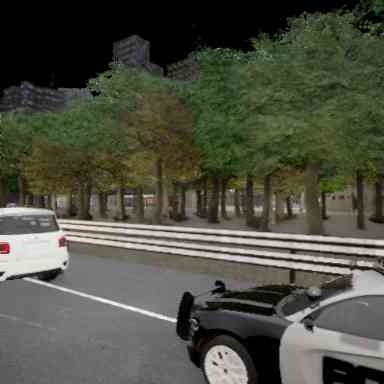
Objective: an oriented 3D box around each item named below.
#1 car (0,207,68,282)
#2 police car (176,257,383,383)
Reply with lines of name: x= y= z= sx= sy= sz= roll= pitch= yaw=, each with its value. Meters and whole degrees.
car: x=-5.826 y=1.454 z=9.481 sx=5.566 sy=2.045 sz=2.150 roll=-1 pitch=-2 yaw=37
police car: x=2.119 y=1.528 z=3.557 sx=5.238 sy=1.638 sz=1.930 roll=-1 pitch=-2 yaw=37
